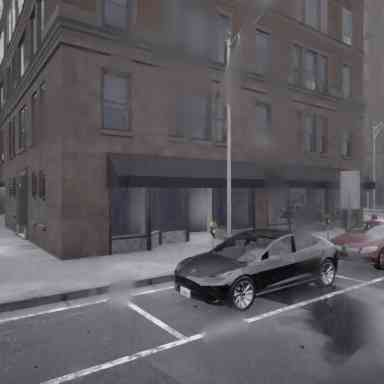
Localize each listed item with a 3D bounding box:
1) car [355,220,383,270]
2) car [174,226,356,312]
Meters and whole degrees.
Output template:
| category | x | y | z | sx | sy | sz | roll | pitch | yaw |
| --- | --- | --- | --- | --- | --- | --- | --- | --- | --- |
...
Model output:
| category | x | y | z | sx | sy | sz | roll | pitch | yaw |
| --- | --- | --- | --- | --- | --- | --- | --- | --- | --- |
| car | 6.122 | 1.582 | 10.905 | 4.206 | 1.307 | 1.802 | 0 | 0 | -36 |
| car | 1.644 | 1.566 | 7.709 | 4.313 | 1.339 | 1.947 | 0 | 0 | -36 |
